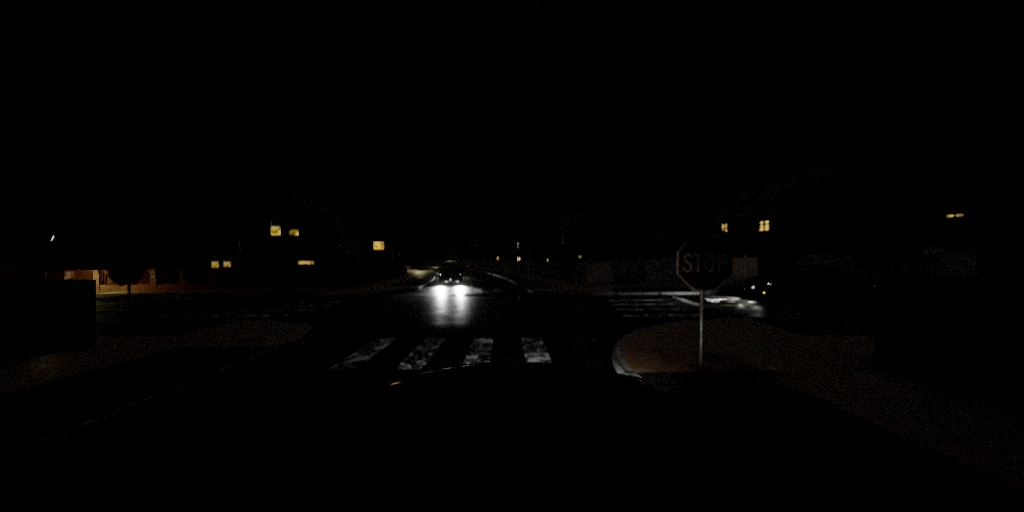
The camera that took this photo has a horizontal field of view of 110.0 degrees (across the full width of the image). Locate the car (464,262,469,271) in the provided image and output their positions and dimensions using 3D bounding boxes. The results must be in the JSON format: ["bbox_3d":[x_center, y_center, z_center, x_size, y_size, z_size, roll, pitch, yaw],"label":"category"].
[{"bbox_3d":[-8.342,1.733,58.671,2.033,1.411,5.357,0,-1,-17],"label":"car"}]

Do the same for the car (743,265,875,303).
[{"bbox_3d":[11.896,1.067,14.548,4.181,1.385,1.994,-1,1,6],"label":"car"}]

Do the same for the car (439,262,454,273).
[{"bbox_3d":[-9.589,1.638,52.369,1.837,1.490,4.892,0,0,-15],"label":"car"}]

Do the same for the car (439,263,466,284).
[{"bbox_3d":[-4.952,1.514,29.273,1.895,1.301,4.718,0,0,-8],"label":"car"}]
